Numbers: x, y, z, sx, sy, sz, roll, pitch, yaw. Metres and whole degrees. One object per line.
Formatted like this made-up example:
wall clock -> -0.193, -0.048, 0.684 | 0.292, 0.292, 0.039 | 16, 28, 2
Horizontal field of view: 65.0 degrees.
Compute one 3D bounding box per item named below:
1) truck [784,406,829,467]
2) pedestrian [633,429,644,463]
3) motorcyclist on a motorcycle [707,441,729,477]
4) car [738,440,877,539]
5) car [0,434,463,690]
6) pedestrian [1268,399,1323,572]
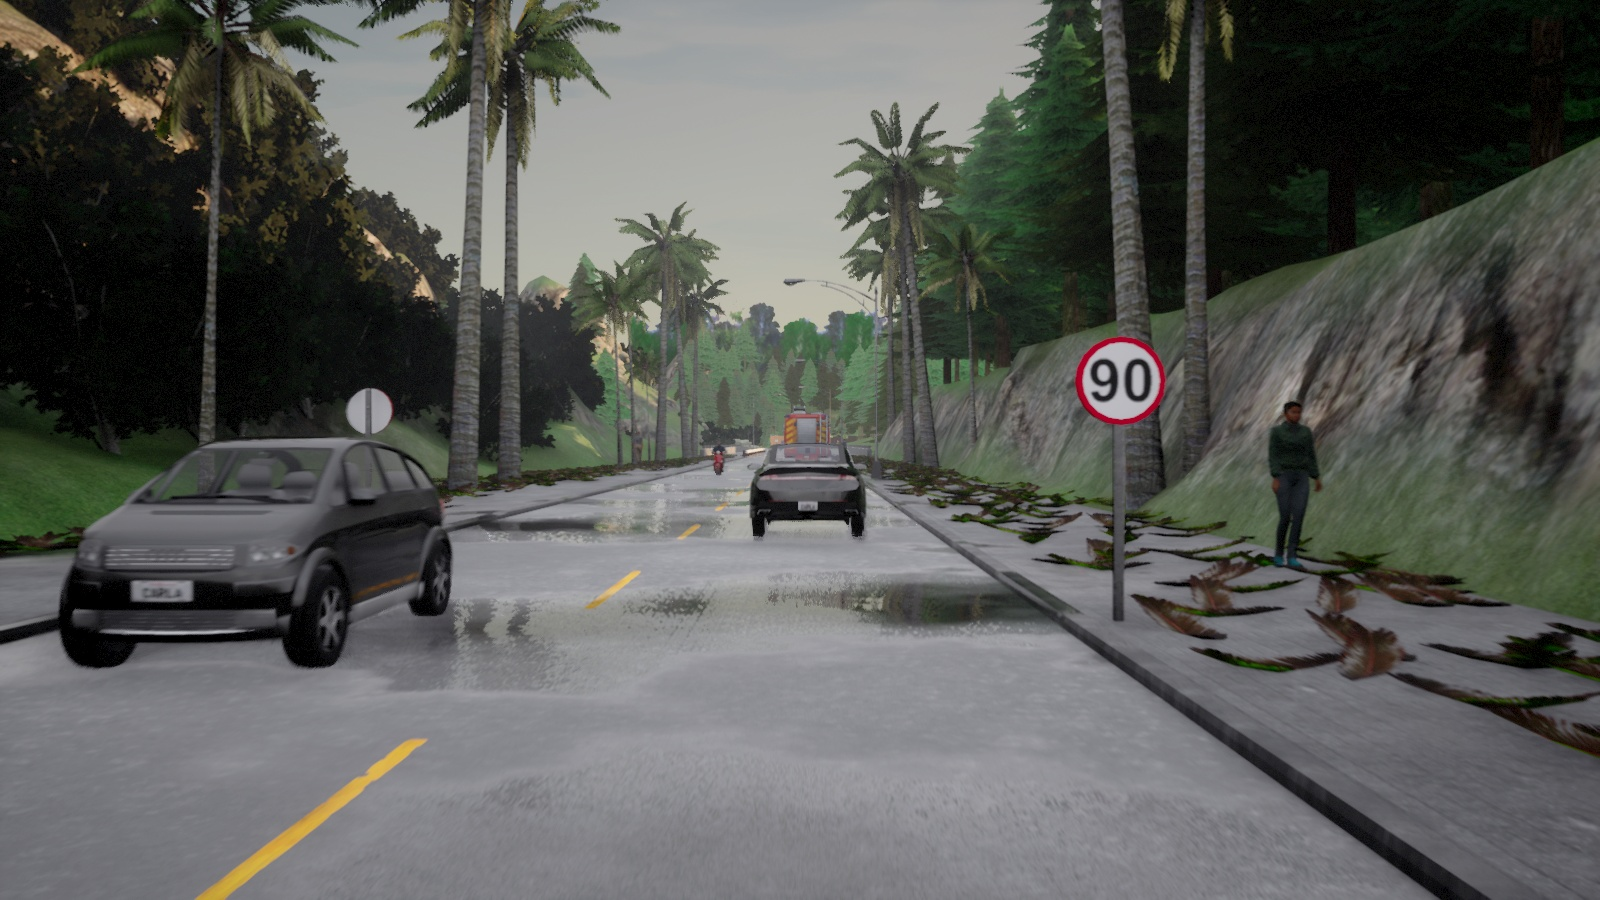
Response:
truck -> 0.434, -0.890, 83.770 | 2.891, 3.827, 8.468 | 0, 0, 0
pedestrian -> -8.847, -0.201, 68.748 | 0.540, 1.848, 0.694 | 0, 0, -1
motorcyclist on a motorcycle -> -3.679, 0.378, 56.623 | 0.866, 1.590, 1.817 | 0, 0, 0
car -> 0.133, 0.582, 21.717 | 2.128, 1.511, 4.902 | 0, 0, 0
car -> -3.933, 0.668, 9.444 | 1.789, 1.549, 3.705 | 0, 0, 0
pedestrian -> 5.393, 0.377, 13.690 | 0.353, 1.847, 0.614 | 0, 0, 0
